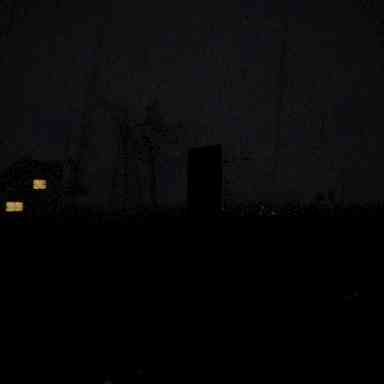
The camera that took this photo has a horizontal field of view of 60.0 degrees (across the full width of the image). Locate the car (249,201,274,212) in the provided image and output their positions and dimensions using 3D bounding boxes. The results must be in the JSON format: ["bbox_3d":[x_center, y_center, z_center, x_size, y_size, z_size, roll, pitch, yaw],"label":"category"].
[{"bbox_3d":[9.320,1.956,45.233,1.837,1.490,4.892,1,-1,-15],"label":"car"}]
